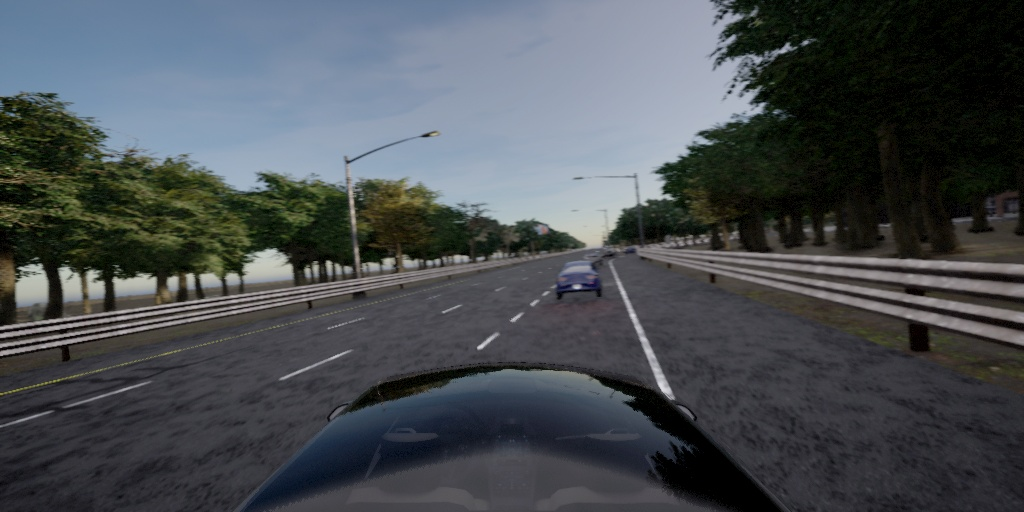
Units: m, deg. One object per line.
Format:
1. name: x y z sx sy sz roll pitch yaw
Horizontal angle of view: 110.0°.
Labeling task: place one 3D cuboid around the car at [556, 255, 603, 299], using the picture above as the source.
1. car: 3.046 0.953 16.034 1.812 1.442 4.674 -6 0 14

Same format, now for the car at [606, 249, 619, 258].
1. car: 16.511 -0.452 59.927 1.837 1.490 4.892 -6 0 27

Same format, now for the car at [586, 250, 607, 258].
1. car: 8.720 0.328 38.353 2.128 1.511 4.902 -6 0 15
